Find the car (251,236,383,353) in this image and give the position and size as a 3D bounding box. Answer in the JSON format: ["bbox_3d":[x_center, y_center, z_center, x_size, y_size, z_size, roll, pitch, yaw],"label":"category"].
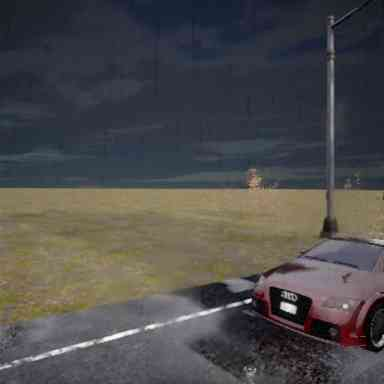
[{"bbox_3d":[3.081,1.566,6.189,4.181,1.385,1.994,0,0,-35],"label":"car"}]
